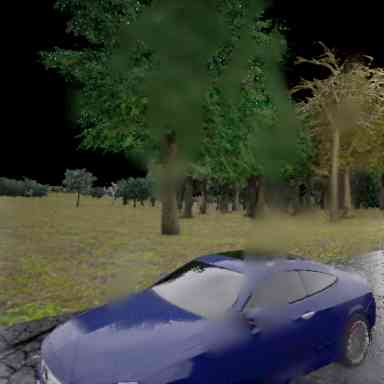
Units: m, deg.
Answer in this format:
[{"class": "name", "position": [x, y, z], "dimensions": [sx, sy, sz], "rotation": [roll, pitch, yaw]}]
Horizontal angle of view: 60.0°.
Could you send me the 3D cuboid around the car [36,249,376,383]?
[{"class": "car", "position": [0.576, 1.544, 4.273], "dimensions": [4.674, 1.442, 1.812], "rotation": [0, 0, -36]}]
